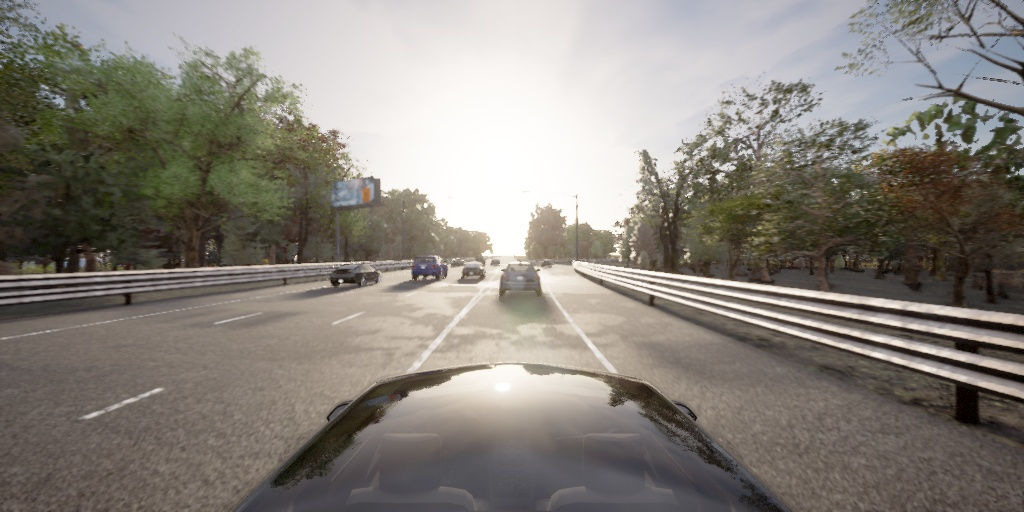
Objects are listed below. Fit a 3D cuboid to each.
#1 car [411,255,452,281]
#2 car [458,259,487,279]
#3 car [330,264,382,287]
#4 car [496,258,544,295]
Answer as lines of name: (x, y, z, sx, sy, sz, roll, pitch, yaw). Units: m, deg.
car: (-6.934, 0.969, 30.657, 2.150, 2.045, 5.566, 0, 0, 0)
car: (-3.435, 1.274, 32.589, 1.812, 1.442, 4.674, 0, 0, 0)
car: (-10.427, 1.251, 24.263, 1.837, 1.490, 4.892, 0, 0, 0)
car: (0.495, 1.102, 19.747, 2.097, 1.767, 4.553, 0, 0, 3)
